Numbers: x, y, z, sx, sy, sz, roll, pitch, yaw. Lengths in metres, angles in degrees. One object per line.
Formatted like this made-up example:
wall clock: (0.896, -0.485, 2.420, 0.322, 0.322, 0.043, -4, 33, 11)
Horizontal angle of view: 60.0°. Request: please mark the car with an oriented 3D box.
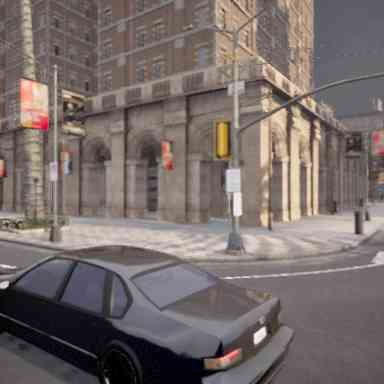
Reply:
car: (-1.328, 1.546, 4.940, 5.357, 1.411, 2.033, 0, 0, 36)
